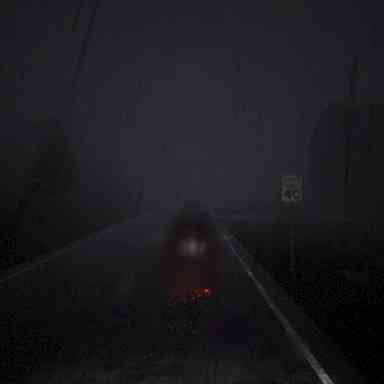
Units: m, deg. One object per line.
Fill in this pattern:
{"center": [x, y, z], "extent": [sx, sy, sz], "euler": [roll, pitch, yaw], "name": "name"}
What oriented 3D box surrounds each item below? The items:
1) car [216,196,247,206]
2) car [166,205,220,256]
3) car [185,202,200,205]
{"center": [6.549, 1.445, 55.230], "extent": [5.008, 1.535, 1.882], "euler": [0, 0, -5], "name": "car"}
{"center": [0.043, 1.498, 13.079], "extent": [1.837, 1.490, 4.892], "euler": [0, 0, 1], "name": "car"}
{"center": [0.046, 1.548, 28.274], "extent": [1.994, 1.385, 4.181], "euler": [0, 0, 0], "name": "car"}
